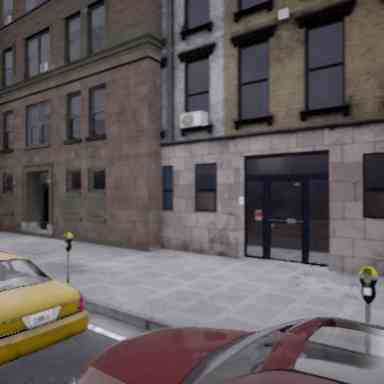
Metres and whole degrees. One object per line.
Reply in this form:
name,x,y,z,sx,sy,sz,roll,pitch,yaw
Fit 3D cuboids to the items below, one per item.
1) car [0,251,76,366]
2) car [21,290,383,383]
car,-3.744,1.537,5.498,4.829,1.417,1.752,0,0,36
car,0.878,1.583,2.182,4.206,1.307,1.802,0,0,36
